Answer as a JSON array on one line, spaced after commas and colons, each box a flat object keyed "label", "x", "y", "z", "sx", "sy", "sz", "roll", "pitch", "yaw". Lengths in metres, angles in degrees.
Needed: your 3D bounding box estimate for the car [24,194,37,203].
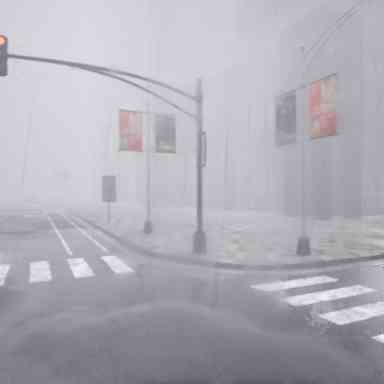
[{"label": "car", "x": -27.802, "y": 1.094, "z": 57.356, "sx": 1.882, "sy": 1.535, "sz": 5.008, "roll": 0, "pitch": 0, "yaw": -26}]
